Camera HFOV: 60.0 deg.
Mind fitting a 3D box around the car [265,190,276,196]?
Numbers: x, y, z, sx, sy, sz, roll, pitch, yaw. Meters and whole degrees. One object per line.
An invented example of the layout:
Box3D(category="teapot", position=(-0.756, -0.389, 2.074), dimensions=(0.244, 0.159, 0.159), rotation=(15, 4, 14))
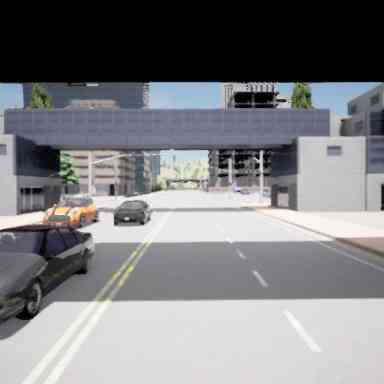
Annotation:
Box3D(category="car", position=(21.229, 0.191, 90.304), dimensions=(1.970, 1.475, 3.806), rotation=(0, 1, -1))

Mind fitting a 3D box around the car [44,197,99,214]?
Box3D(category="car", position=(-7.291, 1.150, 20.451), dimensions=(2.097, 1.767, 4.553), rotation=(0, 1, 0))

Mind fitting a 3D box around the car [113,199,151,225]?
Box3D(category="car", position=(-3.804, 1.239, 21.807), dimensions=(1.882, 1.535, 5.008), rotation=(0, 1, -1))

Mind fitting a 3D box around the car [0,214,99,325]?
Box3D(category="car", position=(-3.668, 1.479, 7.474), dimensions=(2.033, 1.411, 5.357), rotation=(0, 1, -1))

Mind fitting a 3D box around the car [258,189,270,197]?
Box3D(category="car", position=(15.870, 0.190, 72.814), dimensions=(1.932, 1.855, 4.605), rotation=(0, 1, -1))
